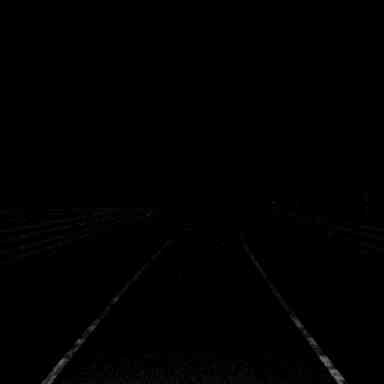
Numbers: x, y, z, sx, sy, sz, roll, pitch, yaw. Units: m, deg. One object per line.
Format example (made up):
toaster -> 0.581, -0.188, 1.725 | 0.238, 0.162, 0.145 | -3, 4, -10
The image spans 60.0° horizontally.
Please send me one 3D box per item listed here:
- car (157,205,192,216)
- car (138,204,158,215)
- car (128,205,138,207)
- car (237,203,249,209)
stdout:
car -> -2.023, 2.460, 45.240 | 2.033, 1.411, 5.357 | -1, -2, 29
car -> -5.097, 2.472, 46.915 | 1.812, 1.442, 4.674 | -1, -2, 29
car -> -8.159, 2.544, 48.609 | 1.994, 1.385, 4.181 | -1, -2, 29
car -> 13.551, 3.734, 88.381 | 1.837, 1.490, 4.892 | -1, -2, 29
